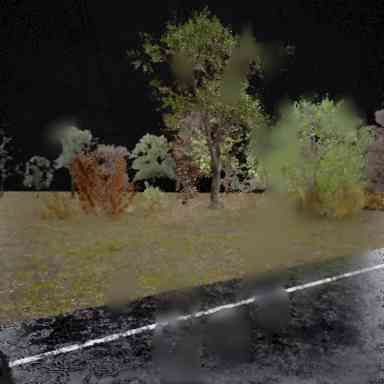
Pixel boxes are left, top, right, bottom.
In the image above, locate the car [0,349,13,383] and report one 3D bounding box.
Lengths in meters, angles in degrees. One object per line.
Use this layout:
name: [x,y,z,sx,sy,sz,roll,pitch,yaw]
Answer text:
car: [-3.565,1.495,1.460,4.902,1.511,2.128,0,0,-35]
